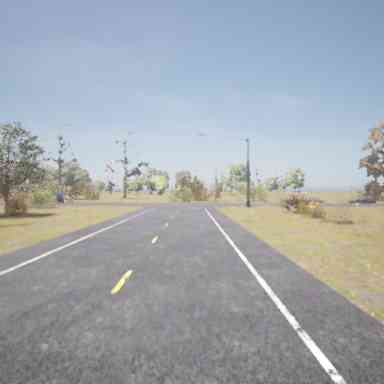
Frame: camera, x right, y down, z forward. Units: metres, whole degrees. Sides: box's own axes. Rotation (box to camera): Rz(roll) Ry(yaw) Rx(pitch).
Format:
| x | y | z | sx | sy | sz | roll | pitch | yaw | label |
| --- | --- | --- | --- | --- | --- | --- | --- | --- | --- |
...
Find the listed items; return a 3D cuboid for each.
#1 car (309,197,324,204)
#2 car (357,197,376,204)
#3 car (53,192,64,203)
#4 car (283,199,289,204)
| x | y | z | sx | sy | sz | roll | pitch | yaw | label |
| --- | --- | --- | --- | --- | --- | --- | --- | --- | --- |
| 20.358 | 1.575 | 57.674 | 4.902 | 1.511 | 2.128 | 0 | 0 | -2 | car |
| 32.936 | 1.642 | 65.058 | 5.357 | 1.411 | 2.033 | 0 | 0 | -2 | car |
| -27.266 | 1.094 | 63.363 | 5.566 | 2.045 | 2.150 | 0 | 0 | -2 | car |
| 20.327 | 1.602 | 64.688 | 5.357 | 1.411 | 2.033 | 0 | 0 | -2 | car |
